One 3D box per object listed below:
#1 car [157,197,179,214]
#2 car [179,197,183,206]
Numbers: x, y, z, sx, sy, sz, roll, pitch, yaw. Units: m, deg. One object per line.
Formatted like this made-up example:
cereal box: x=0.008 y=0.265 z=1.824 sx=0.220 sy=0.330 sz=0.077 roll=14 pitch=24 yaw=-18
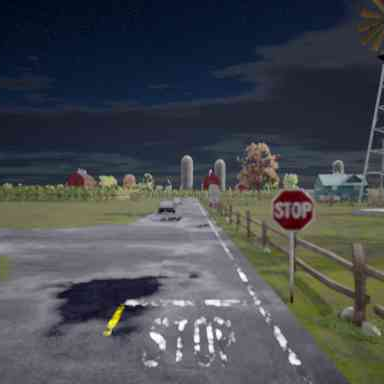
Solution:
car: x=-2.746 y=1.631 z=37.094 sx=1.882 sy=1.535 sz=5.008 roll=0 pitch=0 yaw=0
car: x=-2.744 y=1.692 z=61.756 sx=2.128 sy=1.511 sz=4.902 roll=0 pitch=0 yaw=0
